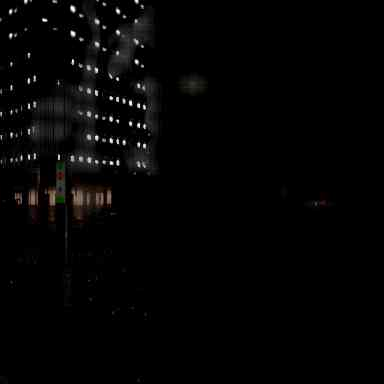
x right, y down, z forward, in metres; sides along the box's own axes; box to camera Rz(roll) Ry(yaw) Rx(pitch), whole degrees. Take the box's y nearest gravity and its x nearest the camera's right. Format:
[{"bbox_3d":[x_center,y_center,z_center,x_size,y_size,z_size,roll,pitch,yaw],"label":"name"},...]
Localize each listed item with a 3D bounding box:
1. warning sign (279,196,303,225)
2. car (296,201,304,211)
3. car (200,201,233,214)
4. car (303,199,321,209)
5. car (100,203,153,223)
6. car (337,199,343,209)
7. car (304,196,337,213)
[{"bbox_3d":[6.826,1.251,22.955,1.300,1.860,1.060,0,0,34],"label":"warning sign"},{"bbox_3d":[14.128,1.900,44.679,1.895,1.301,4.718,0,-1,33],"label":"car"},{"bbox_3d":[3.094,1.814,40.035,2.033,1.411,5.357,0,0,35],"label":"car"},{"bbox_3d":[19.143,1.879,52.743,1.812,1.442,4.674,0,0,31],"label":"car"},{"bbox_3d":[-5.361,1.650,27.643,1.882,1.535,5.008,0,-1,34],"label":"car"},{"bbox_3d":[21.921,1.817,51.057,1.882,1.535,5.008,0,0,31],"label":"car"},{"bbox_3d":[16.412,1.501,42.237,2.150,2.045,5.566,0,-1,34],"label":"car"}]
